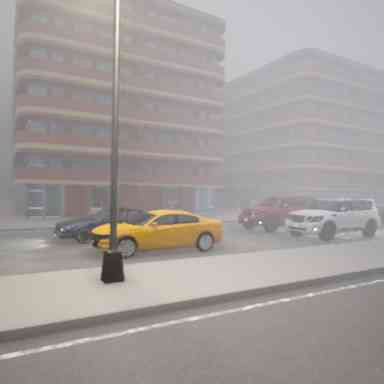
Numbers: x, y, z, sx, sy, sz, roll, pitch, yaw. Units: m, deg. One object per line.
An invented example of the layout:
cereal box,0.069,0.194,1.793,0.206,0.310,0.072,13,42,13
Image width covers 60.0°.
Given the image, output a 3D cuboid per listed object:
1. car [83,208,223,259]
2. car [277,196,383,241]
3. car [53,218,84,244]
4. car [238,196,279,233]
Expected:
car,-1.178,1.421,12.445,5.008,1.535,1.882,1,0,-30
car,7.432,1.302,17.354,5.566,2.045,2.150,1,0,-30
car,-3.382,1.446,15.216,5.357,1.411,2.033,1,0,-30
car,5.471,1.261,20.269,5.566,2.045,2.150,1,0,-30
